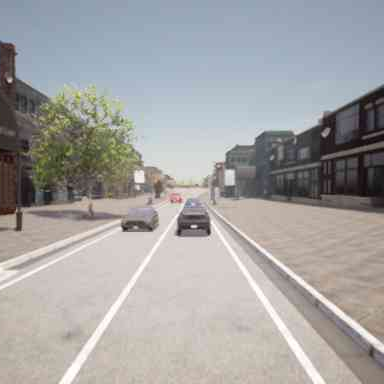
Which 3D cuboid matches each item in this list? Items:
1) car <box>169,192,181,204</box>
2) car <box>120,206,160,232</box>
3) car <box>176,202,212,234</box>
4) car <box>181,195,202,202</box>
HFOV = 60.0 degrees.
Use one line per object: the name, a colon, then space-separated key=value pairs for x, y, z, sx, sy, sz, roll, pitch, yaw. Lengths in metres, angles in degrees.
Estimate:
car: x=-2.990 y=1.113 z=62.828 sx=2.150 sy=2.045 sz=5.566 roll=0 pitch=1 yaw=1
car: x=-3.090 y=1.590 z=20.951 sx=2.033 sy=1.411 sz=5.357 roll=0 pitch=0 yaw=0
car: x=0.109 y=1.544 z=19.581 sx=1.837 sy=1.490 sz=4.892 roll=0 pitch=0 yaw=0
car: x=0.118 y=1.395 z=38.711 sx=2.097 sy=1.767 sz=4.553 roll=0 pitch=0 yaw=0
